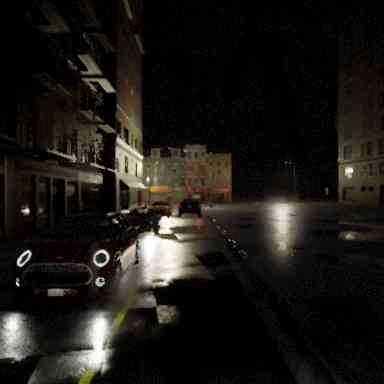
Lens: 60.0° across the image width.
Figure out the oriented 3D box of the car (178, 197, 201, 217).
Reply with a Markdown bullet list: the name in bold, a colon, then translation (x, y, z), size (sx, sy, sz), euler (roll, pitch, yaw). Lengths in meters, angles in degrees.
- **car**: translation (-0.202, 1.360, 32.100), size (2.097, 1.767, 4.553), euler (0, 0, 0)

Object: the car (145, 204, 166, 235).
- **car**: translation (-2.750, 1.568, 18.625), size (1.994, 1.385, 4.181), euler (0, 0, -1)

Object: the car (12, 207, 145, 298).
- **car**: translation (-2.664, 1.355, 8.697), size (2.097, 1.767, 4.553), euler (0, 0, 0)

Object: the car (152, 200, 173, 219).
- **car**: translation (-2.794, 1.488, 29.882), size (1.882, 1.535, 5.008), euler (0, 0, 0)

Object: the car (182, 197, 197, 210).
- **car**: translation (-0.333, 1.501, 45.301), size (1.882, 1.535, 5.008), euler (0, 0, 0)
